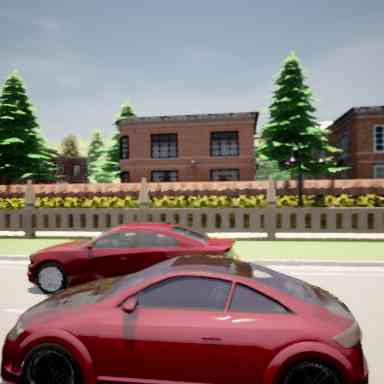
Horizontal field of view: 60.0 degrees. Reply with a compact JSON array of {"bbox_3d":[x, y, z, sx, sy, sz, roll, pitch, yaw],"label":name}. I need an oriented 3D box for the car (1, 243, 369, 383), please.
[{"bbox_3d":[-0.116,1.568,4.289,4.181,1.385,1.994,-1,0,8],"label":"car"}]

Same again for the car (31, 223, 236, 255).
[{"bbox_3d":[-1.386,1.501,8.004,5.008,1.535,1.882,-1,0,8],"label":"car"}]
